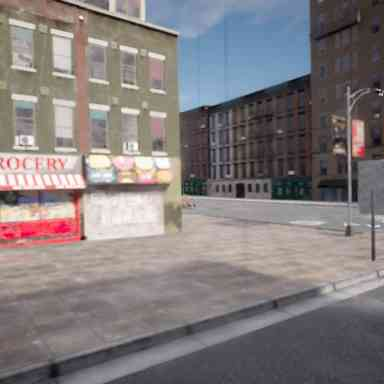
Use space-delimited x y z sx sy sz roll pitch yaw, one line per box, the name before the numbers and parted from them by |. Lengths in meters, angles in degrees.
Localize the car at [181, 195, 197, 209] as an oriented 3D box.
car | -1.455 1.095 38.463 1.882 1.535 5.008 -2 2 -36
